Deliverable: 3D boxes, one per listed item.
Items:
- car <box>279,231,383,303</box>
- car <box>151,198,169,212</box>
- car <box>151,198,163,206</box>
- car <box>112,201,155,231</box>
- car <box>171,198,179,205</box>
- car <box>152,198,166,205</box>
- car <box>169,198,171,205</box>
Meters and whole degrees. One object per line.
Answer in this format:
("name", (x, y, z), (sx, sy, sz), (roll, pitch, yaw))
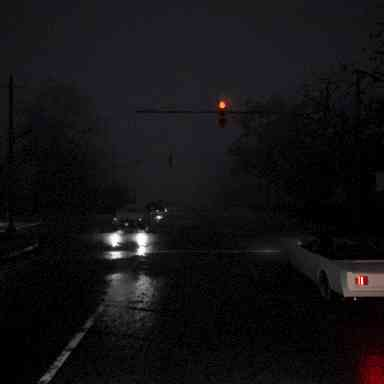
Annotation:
("car", (3.587, 1.601, 8.152), (1.895, 1.301, 4.718), (0, 0, 0))
("car", (-4.260, 1.599, 38.788), (1.994, 1.385, 4.181), (0, 0, 3))
("car", (-7.156, 2.038, 67.664), (1.837, 1.490, 4.892), (0, -1, -12))
("car", (-3.647, 1.526, 20.783), (1.812, 1.442, 4.674), (0, 0, 0))
("car", (-5.056, 2.126, 73.620), (1.882, 1.535, 5.008), (0, -1, -19))
("car", (-8.289, 2.388, 82.951), (2.128, 1.511, 4.902), (0, -1, -25))
("car", (-4.940, 1.785, 53.402), (1.994, 1.385, 4.181), (0, -1, -7))
